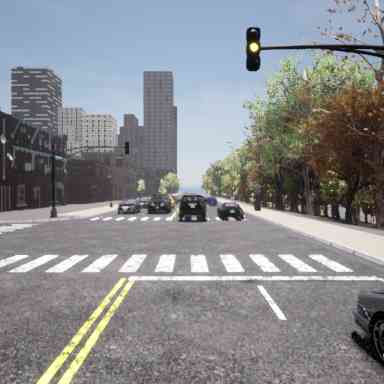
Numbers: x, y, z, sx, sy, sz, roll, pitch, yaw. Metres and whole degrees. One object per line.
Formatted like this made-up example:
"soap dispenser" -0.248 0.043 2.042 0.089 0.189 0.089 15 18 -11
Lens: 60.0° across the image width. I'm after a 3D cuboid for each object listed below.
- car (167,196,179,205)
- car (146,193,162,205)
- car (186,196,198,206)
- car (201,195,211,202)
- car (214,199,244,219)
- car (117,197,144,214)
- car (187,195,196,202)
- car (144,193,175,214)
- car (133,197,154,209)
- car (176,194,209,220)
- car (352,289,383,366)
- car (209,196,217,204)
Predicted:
"car" -3.436 1.484 59.516 1.837 1.490 4.892 0 -1 0
"car" -6.687 1.198 59.084 2.150 2.045 5.566 0 0 1
"car" -0.011 1.505 55.891 1.812 1.442 4.674 0 0 0
"car" 3.100 1.509 76.003 2.033 1.411 5.357 0 0 0
"car" 3.292 1.555 29.043 1.994 1.385 4.181 0 0 0
"car" -6.661 1.480 35.582 2.128 1.511 4.902 0 0 0
"car" -0.151 1.493 75.741 2.128 1.511 4.902 0 0 0
"car" -3.422 1.210 35.909 2.150 2.045 5.566 0 0 1
"car" -6.675 1.475 45.983 2.128 1.511 4.902 0 0 0
"car" 0.046 1.213 28.161 2.150 2.045 5.566 0 0 0
"car" 3.345 1.547 2.571 2.033 1.411 5.357 0 0 0
"car" 3.239 1.456 56.394 1.882 1.535 5.008 0 0 0
